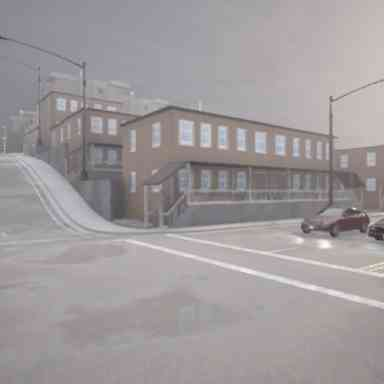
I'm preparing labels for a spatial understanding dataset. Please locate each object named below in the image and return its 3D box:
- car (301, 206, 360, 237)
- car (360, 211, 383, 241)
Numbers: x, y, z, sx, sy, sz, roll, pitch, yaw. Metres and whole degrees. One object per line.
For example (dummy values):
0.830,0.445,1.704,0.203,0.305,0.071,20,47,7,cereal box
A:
7.966,1.525,18.246,4.674,1.442,1.812,0,0,-35,car
10.504,1.547,15.758,5.357,1.411,2.033,0,0,-35,car
